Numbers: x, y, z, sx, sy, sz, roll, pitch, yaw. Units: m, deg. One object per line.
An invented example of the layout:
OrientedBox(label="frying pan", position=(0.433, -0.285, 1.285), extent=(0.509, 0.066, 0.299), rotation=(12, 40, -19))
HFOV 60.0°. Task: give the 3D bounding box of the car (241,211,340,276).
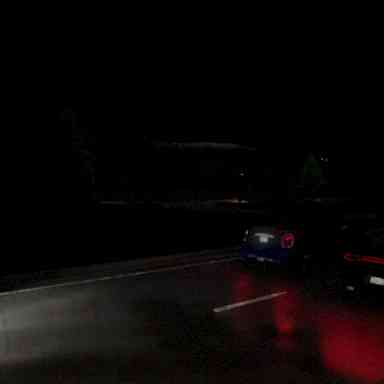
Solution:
OrientedBox(label="car", position=(3.784, 1.390, 10.750), extent=(4.553, 1.767, 2.097), rotation=(0, 0, -36))

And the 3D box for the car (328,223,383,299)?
OrientedBox(label="car", position=(5.480, 1.513, 7.657), extent=(5.008, 1.535, 1.882), rotation=(0, 0, -36))
